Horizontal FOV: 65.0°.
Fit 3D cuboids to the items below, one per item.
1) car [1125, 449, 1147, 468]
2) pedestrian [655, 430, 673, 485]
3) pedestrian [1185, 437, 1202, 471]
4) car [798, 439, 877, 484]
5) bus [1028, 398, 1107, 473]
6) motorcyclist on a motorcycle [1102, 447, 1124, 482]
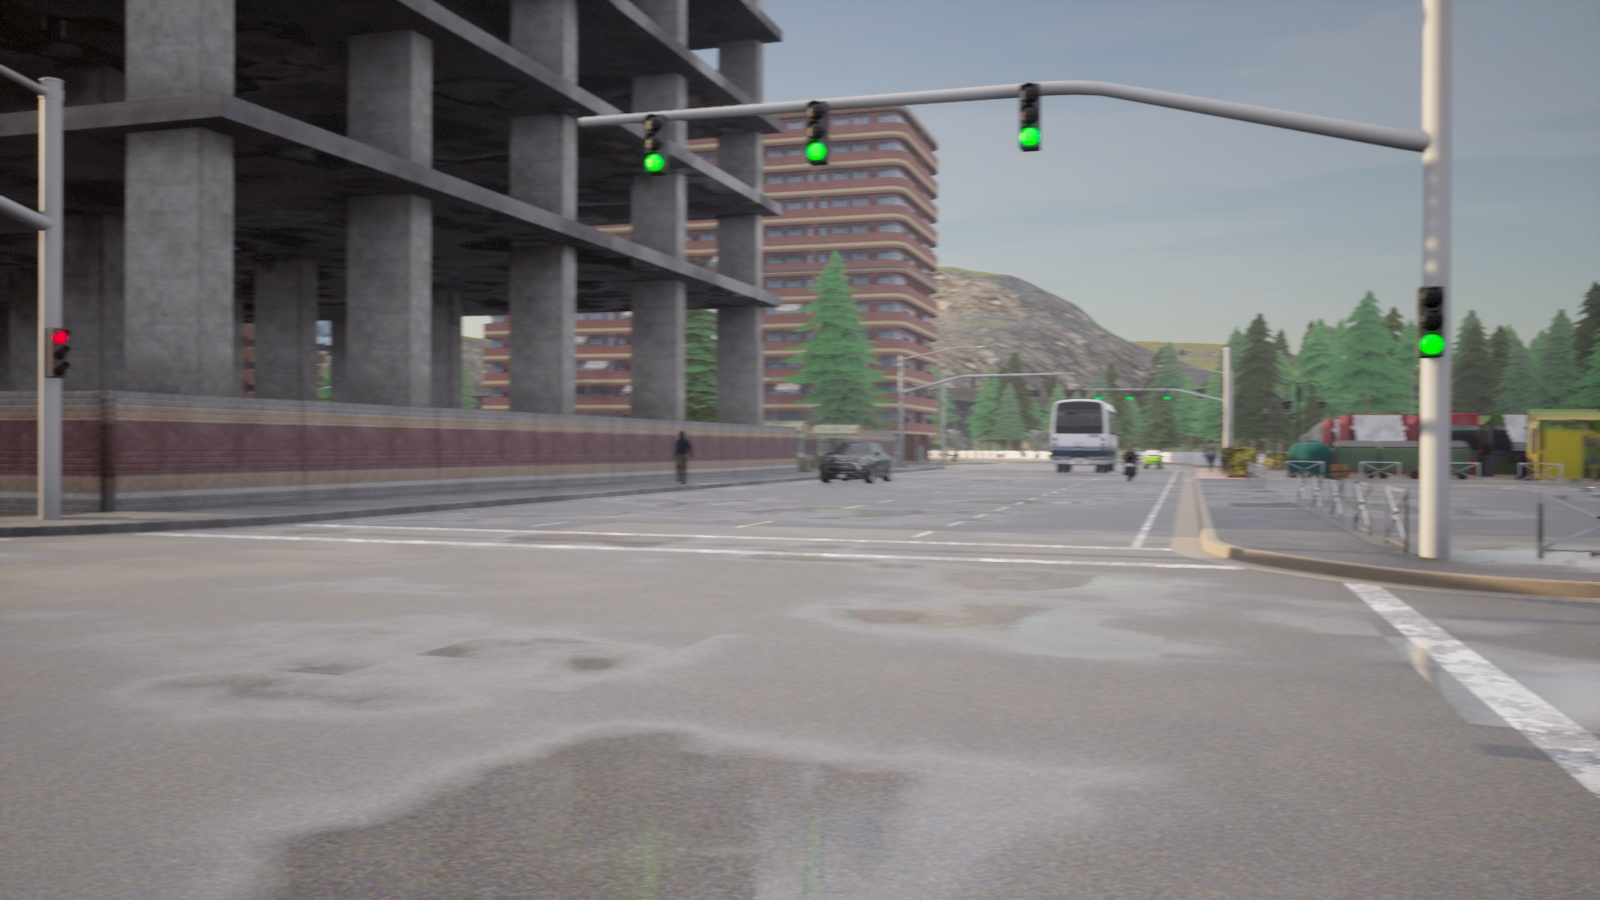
[{"bbox_3d":[24.549,0.590,91.694,1.481,1.376,2.207,0,0,17],"label":"car"},{"bbox_3d":[-4.589,0.255,42.400,0.370,1.835,0.726,0,0,15],"label":"pedestrian"},{"bbox_3d":[21.742,0.205,69.411,0.874,1.855,0.900,0,0,17],"label":"pedestrian"},{"bbox_3d":[1.584,0.441,51.232,2.097,1.767,4.553,0,0,17],"label":"car"},{"bbox_3d":[16.502,-0.848,76.879,3.944,4.253,10.273,0,0,17],"label":"bus"},{"bbox_3d":[13.993,0.614,56.138,0.866,1.530,2.191,0,0,17],"label":"motorcyclist on a motorcycle"}]
